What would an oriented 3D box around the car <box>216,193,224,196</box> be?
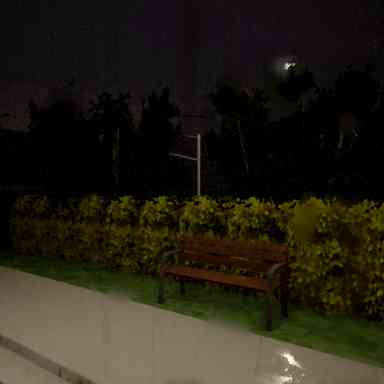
[{"bbox_3d":[5.337,0.910,56.029,1.882,1.535,5.008,0,2,35],"label":"car"}]
